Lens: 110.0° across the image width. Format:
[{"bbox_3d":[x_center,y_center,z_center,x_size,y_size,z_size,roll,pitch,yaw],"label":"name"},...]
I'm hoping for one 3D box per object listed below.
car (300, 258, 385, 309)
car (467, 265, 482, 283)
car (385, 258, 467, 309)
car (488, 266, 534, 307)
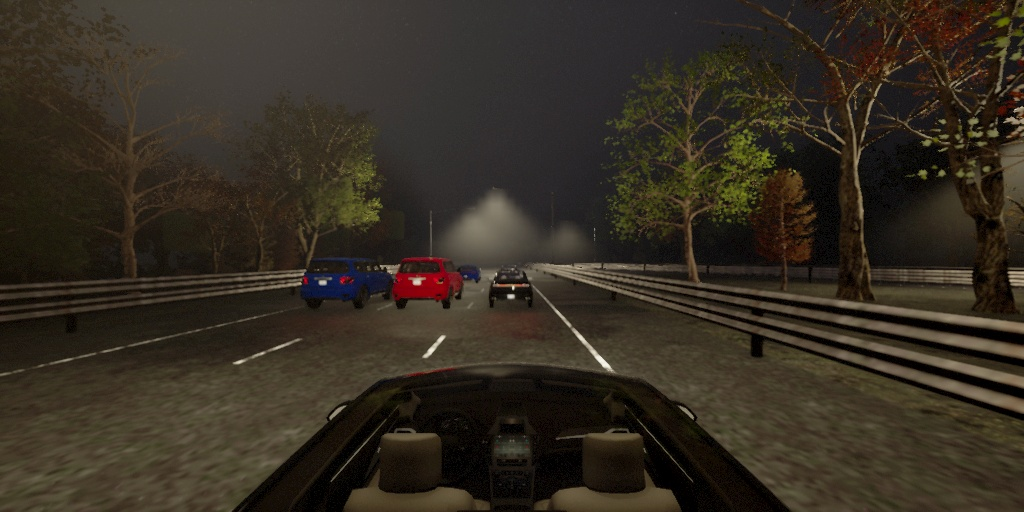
[{"bbox_3d":[-7.054,1.104,16.012,2.150,2.045,5.566,0,0,0],"label":"car"},{"bbox_3d":[-3.761,1.520,31.539,1.882,1.535,5.008,0,0,-1],"label":"car"},{"bbox_3d":[-3.554,1.103,16.024,2.150,2.045,5.566,0,0,0],"label":"car"},{"bbox_3d":[-0.052,1.382,16.336,2.128,1.511,4.902,0,0,0],"label":"car"}]
